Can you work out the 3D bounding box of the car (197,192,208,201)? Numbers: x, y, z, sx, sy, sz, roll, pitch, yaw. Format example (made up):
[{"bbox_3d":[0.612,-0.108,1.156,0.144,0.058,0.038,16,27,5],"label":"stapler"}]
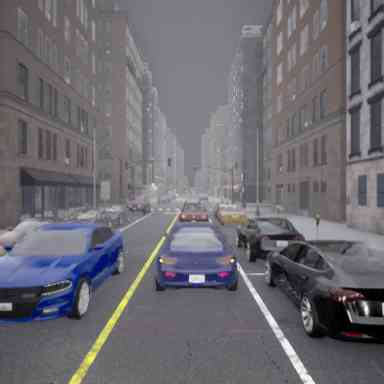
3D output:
[{"bbox_3d":[2.742,1.263,76.286,1.967,1.590,4.097,0,0,0],"label":"car"}]

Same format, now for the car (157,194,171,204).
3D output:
[{"bbox_3d":[-5.307,1.416,59.943,2.008,1.369,4.403,0,0,0],"label":"car"}]

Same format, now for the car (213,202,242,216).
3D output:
[{"bbox_3d":[2.664,1.480,22.804,1.752,1.417,4.829,0,0,0],"label":"car"}]

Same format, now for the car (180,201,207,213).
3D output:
[{"bbox_3d":[0.118,1.555,22.714,1.895,1.301,4.718,0,0,0],"label":"car"}]

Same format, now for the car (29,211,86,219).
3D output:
[{"bbox_3d":[-5.378,1.560,11.829,1.802,1.307,4.206,0,0,0],"label":"car"}]

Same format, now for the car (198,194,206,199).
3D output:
[{"bbox_3d":[2.766,1.321,92.649,1.887,1.381,4.507,0,0,0],"label":"car"}]

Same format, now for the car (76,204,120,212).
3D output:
[{"bbox_3d":[-5.370,1.518,17.242,2.008,1.369,4.403,0,0,0],"label":"car"}]

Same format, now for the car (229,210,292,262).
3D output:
[{"bbox_3d":[2.648,1.545,11.808,1.947,1.339,4.313,0,0,0],"label":"car"}]

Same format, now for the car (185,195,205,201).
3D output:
[{"bbox_3d":[0.045,1.405,34.065,1.882,1.535,5.008,0,0,0],"label":"car"}]

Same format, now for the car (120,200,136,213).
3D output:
[{"bbox_3d":[-5.362,1.505,22.655,2.008,1.369,4.403,0,0,0],"label":"car"}]

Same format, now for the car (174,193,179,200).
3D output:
[{"bbox_3d":[-5.267,1.357,87.213,1.947,1.339,4.313,0,0,0],"label":"car"}]

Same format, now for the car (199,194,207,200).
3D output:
[{"bbox_3d":[2.758,1.232,87.195,1.967,1.590,4.097,0,0,0],"label":"car"}]

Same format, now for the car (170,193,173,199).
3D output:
[{"bbox_3d":[-5.299,1.396,65.397,1.887,1.381,4.507,0,0,0],"label":"car"}]

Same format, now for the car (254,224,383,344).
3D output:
[{"bbox_3d":[2.639,1.554,6.395,1.947,1.339,4.313,0,0,0],"label":"car"}]

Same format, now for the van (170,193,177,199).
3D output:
[{"bbox_3d":[-5.259,1.117,92.666,1.690,1.788,3.998,0,0,0],"label":"van"}]

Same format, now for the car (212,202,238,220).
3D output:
[{"bbox_3d":[2.671,1.524,28.046,1.802,1.307,4.206,0,0,0],"label":"car"}]

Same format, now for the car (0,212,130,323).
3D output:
[{"bbox_3d":[-2.846,1.464,7.536,1.882,1.535,5.008,0,0,0],"label":"car"}]

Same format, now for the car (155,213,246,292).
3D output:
[{"bbox_3d":[0.106,1.510,8.762,1.812,1.442,4.674,0,0,0],"label":"car"}]

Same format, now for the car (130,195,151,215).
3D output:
[{"bbox_3d":[-5.346,1.244,33.479,2.192,1.841,5.009,0,0,0],"label":"car"}]
